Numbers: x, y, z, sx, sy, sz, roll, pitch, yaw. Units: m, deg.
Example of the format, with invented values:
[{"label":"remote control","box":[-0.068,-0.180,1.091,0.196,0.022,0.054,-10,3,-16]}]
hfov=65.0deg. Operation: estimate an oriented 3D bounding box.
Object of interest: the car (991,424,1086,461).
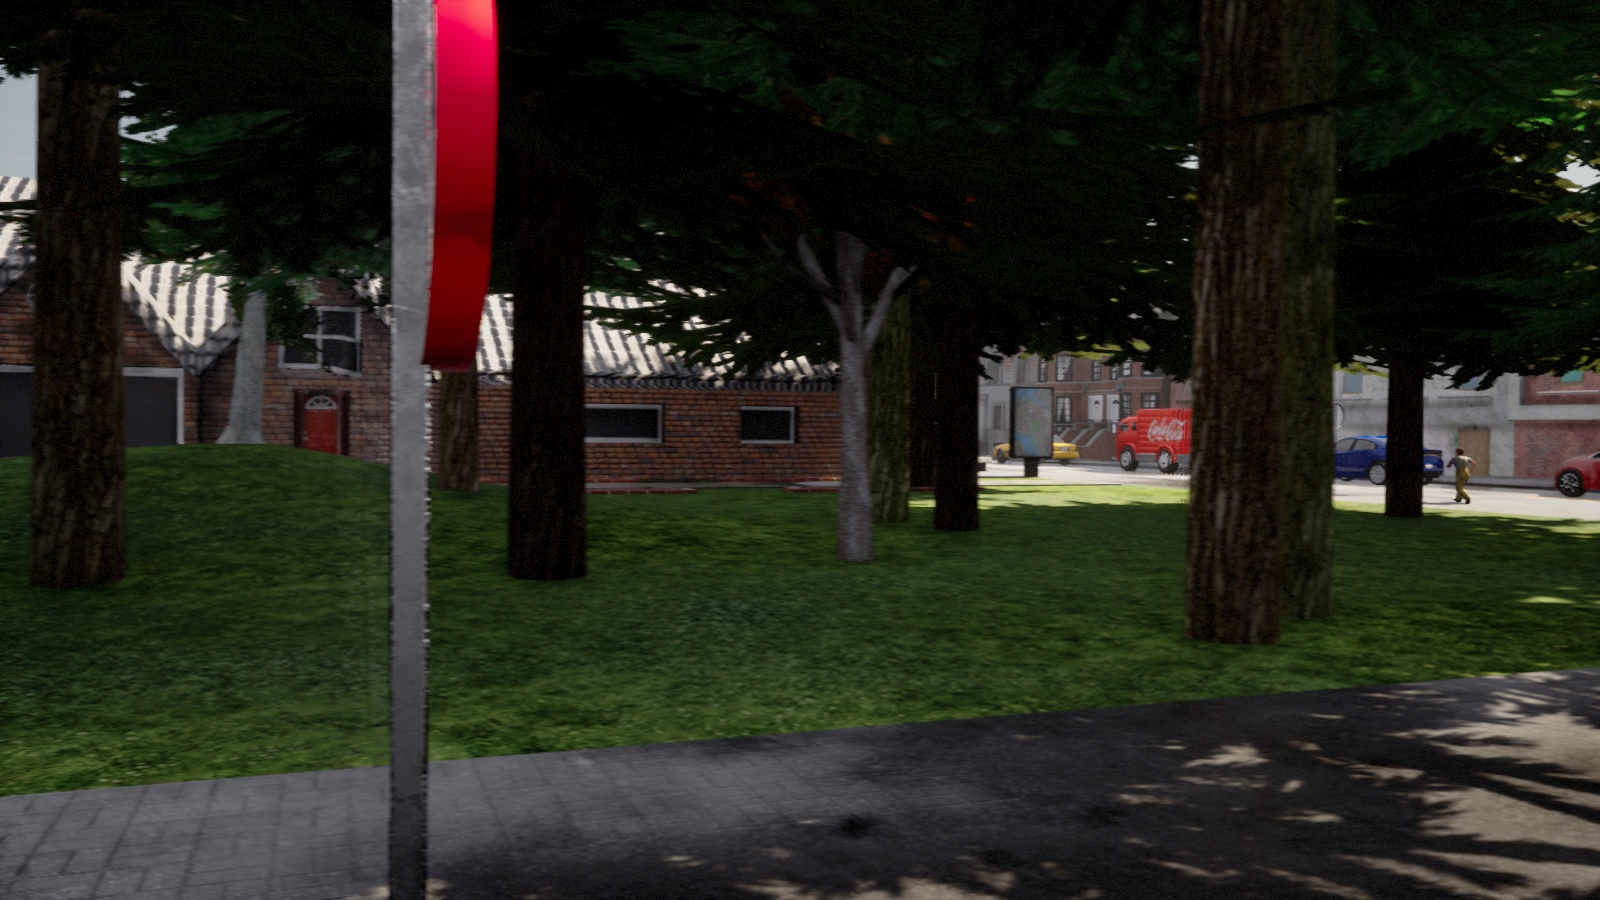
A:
[{"label":"car","box":[10.910,-0.367,57.919,1.801,1.575,5.366,-1,1,-20]}]

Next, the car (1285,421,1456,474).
[{"label":"car","box":[17.796,-0.103,39.474,1.882,1.535,5.008,-1,1,-20]}]

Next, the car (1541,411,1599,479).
[{"label":"car","box":[21.047,-0.129,30.763,2.242,1.667,4.611,-1,1,-21]}]

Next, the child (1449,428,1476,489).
[{"label":"child","box":[13.955,0.174,26.452,0.270,1.263,0.437,-1,1,-12]}]

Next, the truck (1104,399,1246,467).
[{"label":"truck","box":[14.393,-0.678,48.571,2.627,2.467,5.204,-1,1,-21]}]
